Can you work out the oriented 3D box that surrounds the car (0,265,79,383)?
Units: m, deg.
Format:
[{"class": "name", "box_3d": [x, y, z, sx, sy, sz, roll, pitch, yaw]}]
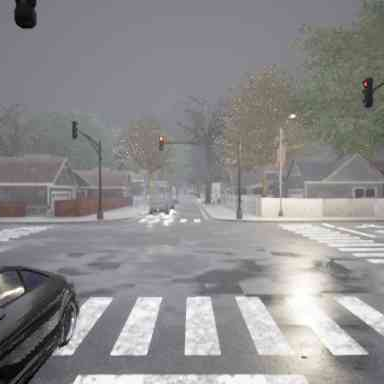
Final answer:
[{"class": "car", "box_3d": [-2.760, 1.559, 3.568, 1.994, 1.385, 4.181, 0, 0, 0]}]

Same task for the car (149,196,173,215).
[{"class": "car", "box_3d": [-3.214, 1.473, 33.954, 1.837, 1.490, 4.892, 0, 0, 0]}]

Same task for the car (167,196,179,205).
[{"class": "car", "box_3d": [-3.339, 1.485, 58.387, 1.812, 1.442, 4.674, 0, 0, 0]}]

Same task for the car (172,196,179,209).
[{"class": "car", "box_3d": [-3.275, 1.455, 44.254, 2.128, 1.511, 4.902, 0, 0, 0]}]
